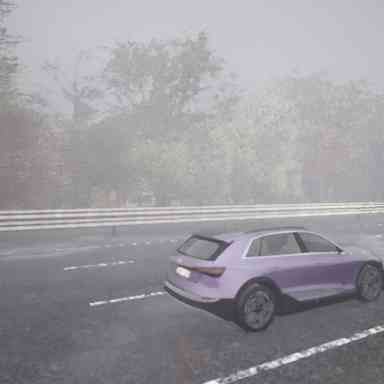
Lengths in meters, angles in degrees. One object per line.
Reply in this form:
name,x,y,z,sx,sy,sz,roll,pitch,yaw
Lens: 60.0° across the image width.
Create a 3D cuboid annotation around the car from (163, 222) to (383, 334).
car,1.812,1.434,6.747,4.856,1.649,2.033,0,0,-29
